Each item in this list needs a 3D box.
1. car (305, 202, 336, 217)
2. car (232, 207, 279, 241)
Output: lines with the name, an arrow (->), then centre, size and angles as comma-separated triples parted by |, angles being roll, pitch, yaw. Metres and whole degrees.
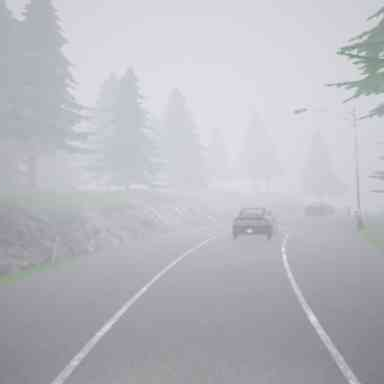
car -> 13.412, 1.819, 34.672 | 1.882, 1.535, 5.008 | -5, -4, 39
car -> 3.329, 1.542, 17.135 | 2.128, 1.511, 4.902 | -2, -1, 19
